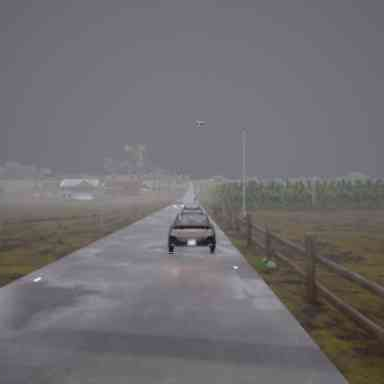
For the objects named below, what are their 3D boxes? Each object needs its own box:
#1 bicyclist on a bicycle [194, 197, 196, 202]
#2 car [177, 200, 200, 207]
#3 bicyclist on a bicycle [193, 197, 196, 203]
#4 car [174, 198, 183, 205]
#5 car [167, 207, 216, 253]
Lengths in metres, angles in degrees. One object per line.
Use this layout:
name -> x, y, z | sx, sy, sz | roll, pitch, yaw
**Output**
bicyclist on a bicycle -> 0.739, 1.989, 79.160 | 0.659, 1.776, 1.843 | 0, 0, 0
car -> -0.002, 1.755, 29.299 | 2.128, 1.511, 4.902 | 0, 0, 0
bicyclist on a bicycle -> 0.733, 2.089, 88.163 | 0.866, 1.612, 1.509 | 0, 0, 0
car -> -2.766, 2.082, 71.791 | 1.837, 1.490, 4.892 | 0, 0, 0
car -> 0.002, 1.623, 14.287 | 2.128, 1.511, 4.902 | 0, 0, 0
